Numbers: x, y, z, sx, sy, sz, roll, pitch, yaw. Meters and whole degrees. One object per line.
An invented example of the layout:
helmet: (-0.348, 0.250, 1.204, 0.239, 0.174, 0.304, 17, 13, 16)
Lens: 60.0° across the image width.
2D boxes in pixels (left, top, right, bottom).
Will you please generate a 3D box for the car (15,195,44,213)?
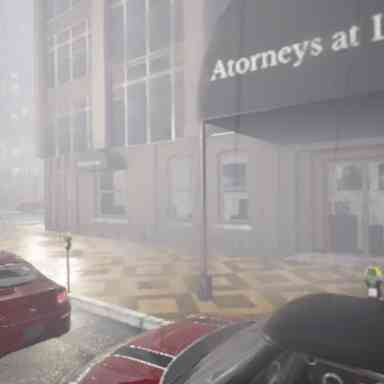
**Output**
car: (-15.632, 1.199, 34.732, 5.009, 1.841, 2.192, -1, 0, -43)

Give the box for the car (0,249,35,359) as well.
car: (-3.643, 1.578, 5.333, 4.206, 1.307, 1.802, 0, -1, 36)

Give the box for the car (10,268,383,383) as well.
car: (0.891, 1.440, 2.102, 4.097, 1.590, 1.967, 0, -1, 36)
